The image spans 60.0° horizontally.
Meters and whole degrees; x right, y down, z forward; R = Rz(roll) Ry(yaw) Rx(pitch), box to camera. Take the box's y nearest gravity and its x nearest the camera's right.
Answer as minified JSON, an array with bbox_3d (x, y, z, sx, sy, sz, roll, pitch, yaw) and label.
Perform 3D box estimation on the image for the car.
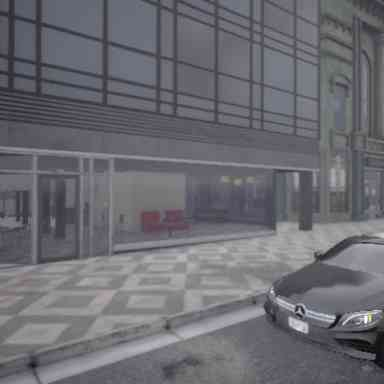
[{"bbox_3d":[3.302,1.488,5.740,4.674,1.442,1.812,0,0,-35],"label":"car"}]
